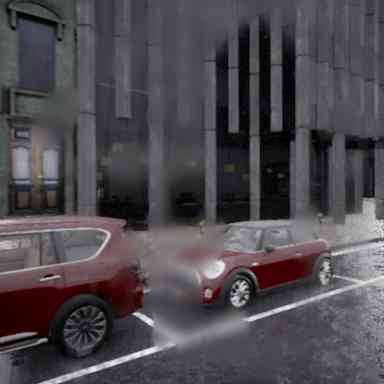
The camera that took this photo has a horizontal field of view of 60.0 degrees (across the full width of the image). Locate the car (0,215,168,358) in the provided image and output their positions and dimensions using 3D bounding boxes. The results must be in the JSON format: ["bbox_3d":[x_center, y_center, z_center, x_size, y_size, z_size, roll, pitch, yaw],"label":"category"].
[{"bbox_3d":[-3.073,1.315,4.456,5.009,1.841,2.192,0,0,-35],"label":"car"}]

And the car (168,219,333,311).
[{"bbox_3d":[1.359,1.413,7.615,4.097,1.590,1.967,0,0,-35],"label":"car"}]
